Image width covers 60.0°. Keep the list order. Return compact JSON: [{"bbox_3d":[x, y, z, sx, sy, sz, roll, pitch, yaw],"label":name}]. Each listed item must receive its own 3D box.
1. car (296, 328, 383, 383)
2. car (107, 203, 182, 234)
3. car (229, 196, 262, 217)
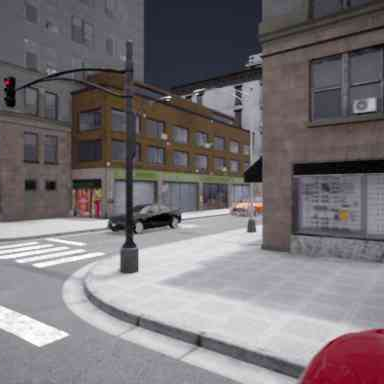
[{"bbox_3d":[2.716,1.316,0.863,5.009,1.841,2.192,0,0,36],"label":"car"},{"bbox_3d":[-2.575,1.402,19.009,1.882,1.535,5.008,0,0,34],"label":"car"},{"bbox_3d":[5.185,1.219,29.872,2.097,1.767,4.553,0,0,36],"label":"car"}]
